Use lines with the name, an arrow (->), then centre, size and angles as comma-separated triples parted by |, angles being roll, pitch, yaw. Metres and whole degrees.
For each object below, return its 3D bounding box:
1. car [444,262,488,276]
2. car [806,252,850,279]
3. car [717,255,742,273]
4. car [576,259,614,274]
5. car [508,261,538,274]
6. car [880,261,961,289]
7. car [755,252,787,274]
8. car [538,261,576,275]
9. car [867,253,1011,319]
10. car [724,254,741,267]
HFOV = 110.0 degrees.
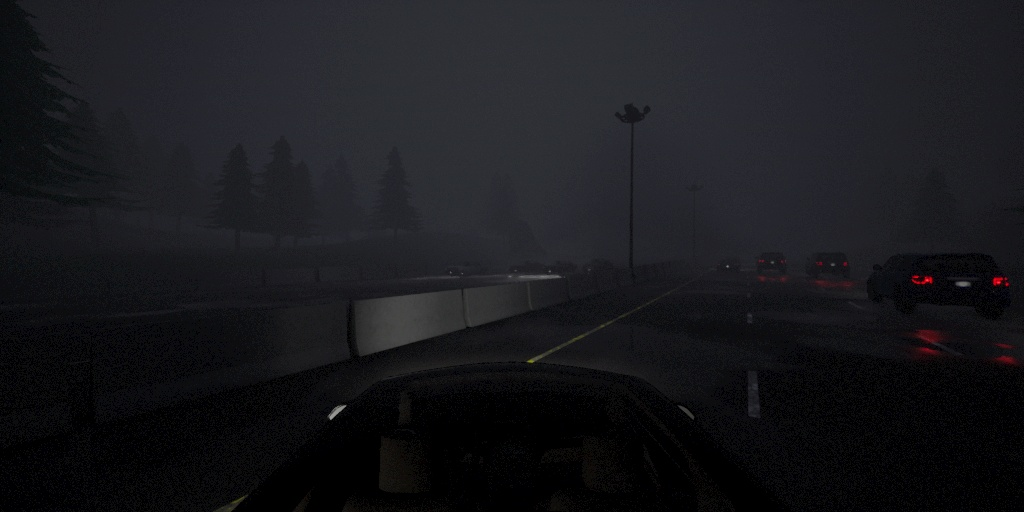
car -> -4.406, 1.209, 34.796 | 1.895, 1.301, 4.718 | 0, 1, 34
car -> 25.606, 0.692, 29.189 | 2.150, 2.045, 5.566 | 0, 1, 33
car -> 22.284, 0.948, 36.897 | 1.994, 1.385, 4.181 | 0, 1, 33
car -> 8.497, 1.014, 35.229 | 2.128, 1.511, 4.902 | 0, 1, 34
car -> 1.597, 1.143, 37.508 | 1.895, 1.301, 4.718 | 0, 1, 34
car -> 25.533, 1.100, 22.690 | 2.033, 1.411, 5.357 | 0, 1, 33
car -> 24.834, 0.620, 34.400 | 2.150, 2.045, 5.566 | 0, 1, 33
car -> 4.821, 1.139, 36.032 | 1.895, 1.301, 4.718 | 0, 1, 34
car -> 14.994, 0.916, 12.986 | 2.150, 2.045, 5.566 | 0, 0, 33
car -> 29.599, 0.578, 48.065 | 1.882, 1.535, 5.008 | 0, 1, 33
